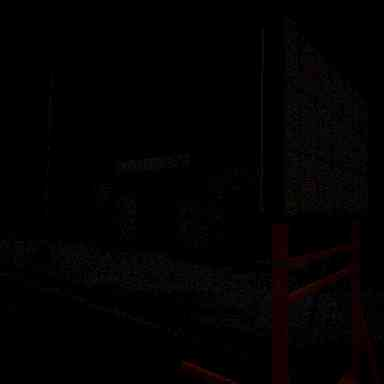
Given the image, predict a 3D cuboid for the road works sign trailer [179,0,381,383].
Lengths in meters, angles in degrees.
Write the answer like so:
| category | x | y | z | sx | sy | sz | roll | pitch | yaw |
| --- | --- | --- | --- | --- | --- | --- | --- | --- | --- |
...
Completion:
| category | x | y | z | sx | sy | sz | roll | pitch | yaw |
| --- | --- | --- | --- | --- | --- | --- | --- | --- | --- |
| road works sign trailer | 1.010 | 0.629 | 2.891 | 2.880 | 3.560 | 2.380 | -1 | -3 | 39 |
